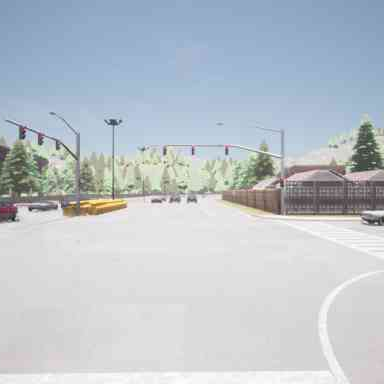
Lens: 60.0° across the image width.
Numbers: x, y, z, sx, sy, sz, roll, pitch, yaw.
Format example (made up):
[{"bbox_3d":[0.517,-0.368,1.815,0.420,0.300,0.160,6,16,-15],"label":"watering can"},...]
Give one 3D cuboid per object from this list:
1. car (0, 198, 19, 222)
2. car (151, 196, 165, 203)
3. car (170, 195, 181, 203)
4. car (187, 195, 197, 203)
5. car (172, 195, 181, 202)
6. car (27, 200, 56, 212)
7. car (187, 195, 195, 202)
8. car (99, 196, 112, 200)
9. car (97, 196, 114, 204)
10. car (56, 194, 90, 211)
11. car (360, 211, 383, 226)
[{"bbox_3d":[-14.141,1.352,23.265,2.097,1.767,4.553,0,0,0],"label":"car"},{"bbox_3d":[-7.015,1.590,66.886,1.895,1.301,4.718,0,0,0],"label":"car"},{"bbox_3d":[-3.522,1.340,69.108,2.097,1.767,4.553,0,0,0],"label":"car"},{"bbox_3d":[-0.020,1.339,69.490,2.097,1.767,4.553,0,0,0],"label":"car"},{"bbox_3d":[-3.637,1.464,79.896,1.882,1.535,5.008,0,0,0],"label":"car"},{"bbox_3d":[-17.668,1.599,39.644,1.895,1.301,4.718,0,0,0],"label":"car"},{"bbox_3d":[-0.137,1.485,79.801,1.837,1.490,4.892,0,0,0],"label":"car"},{"bbox_3d":[-14.181,1.521,55.187,1.812,1.442,4.674,0,1,0],"label":"car"},{"bbox_3d":[-17.617,1.507,67.785,2.128,1.511,4.902,0,0,0],"label":"car"},{"bbox_3d":[-14.168,1.220,40.741,2.150,2.045,5.566,0,0,0],"label":"car"},{"bbox_3d":[14.078,1.592,22.506,4.718,1.301,1.895,0,0,2],"label":"car"}]
